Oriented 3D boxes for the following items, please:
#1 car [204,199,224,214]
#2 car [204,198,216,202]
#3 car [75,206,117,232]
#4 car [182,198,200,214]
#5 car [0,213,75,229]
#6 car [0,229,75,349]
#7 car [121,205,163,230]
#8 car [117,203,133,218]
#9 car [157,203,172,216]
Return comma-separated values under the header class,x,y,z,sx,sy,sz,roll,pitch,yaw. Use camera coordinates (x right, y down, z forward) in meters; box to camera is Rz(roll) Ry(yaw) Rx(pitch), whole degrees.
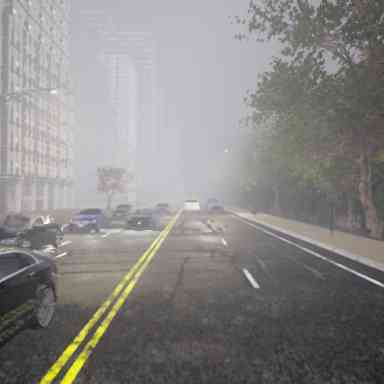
class,x,y,z,sx,sy,sz,roll,pitch,yaw
car,3.156,2.120,44.135,2.128,1.511,4.902,0,-1,0
car,3.137,2.001,54.562,2.150,2.045,5.566,0,-1,0
car,-6.645,1.777,22.226,1.812,1.442,4.674,0,-1,0
car,-0.090,1.829,44.162,2.150,2.045,5.566,0,-1,0
car,-6.629,1.611,12.958,2.128,1.511,4.902,0,-1,0
car,-3.357,1.522,4.224,2.128,1.511,4.902,0,-1,0
car,-3.394,1.855,23.557,1.994,1.385,4.181,0,-1,0
car,-6.647,1.907,32.732,1.837,1.490,4.892,0,-1,0
car,-3.406,2.000,39.717,1.882,1.535,5.008,0,-1,0
